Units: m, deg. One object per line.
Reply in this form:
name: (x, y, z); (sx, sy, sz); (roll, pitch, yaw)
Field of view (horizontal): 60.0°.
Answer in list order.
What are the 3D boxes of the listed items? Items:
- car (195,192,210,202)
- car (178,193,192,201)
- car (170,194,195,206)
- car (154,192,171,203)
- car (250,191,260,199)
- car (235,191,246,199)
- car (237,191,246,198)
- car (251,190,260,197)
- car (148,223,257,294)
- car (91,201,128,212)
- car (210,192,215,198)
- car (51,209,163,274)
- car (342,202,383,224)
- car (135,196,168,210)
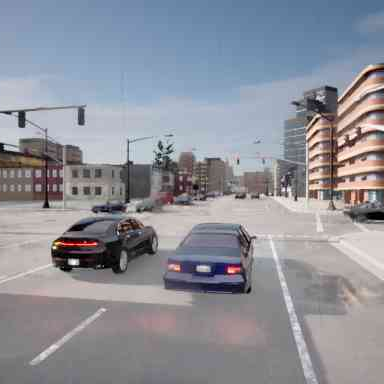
car: (1.672, 1.070, 65.616); (2.128, 1.511, 4.902); (0, 1, 12)
car: (-1.419, 1.077, 67.896); (1.812, 1.442, 4.674); (0, 1, 11)
car: (-1.319, 1.181, 50.691); (2.097, 1.767, 4.553); (0, 1, 11)
car: (-4.573, 1.040, 52.269); (2.150, 2.045, 5.566); (0, 1, 12)
car: (14.335, 0.881, 75.441); (2.128, 1.511, 4.902); (0, 1, 11)
car: (11.087, 0.902, 77.067); (1.994, 1.385, 4.181); (0, 1, 11)
car: (12.981, 0.552, 86.719); (2.097, 1.767, 4.553); (0, 1, 11)
car: (16.337, 0.464, 85.645); (2.097, 1.767, 4.553); (0, 1, 11)
car: (0.707, 1.547, 8.957); (2.033, 1.411, 5.357); (0, 0, 11)
car: (-8.365, 1.559, 33.905); (1.895, 1.301, 4.718); (0, 0, 13)
car: (4.522, 0.760, 79.961); (2.033, 1.411, 5.357); (0, 1, 11)
car: (-2.511, 1.505, 10.700); (1.837, 1.490, 4.892); (0, 0, 11)
car: (13.504, 1.492, 23.980); (4.902, 1.511, 2.128); (0, 0, 12)
car: (-4.434, 1.462, 35.361); (1.837, 1.490, 4.892); (0, 0, 13)
